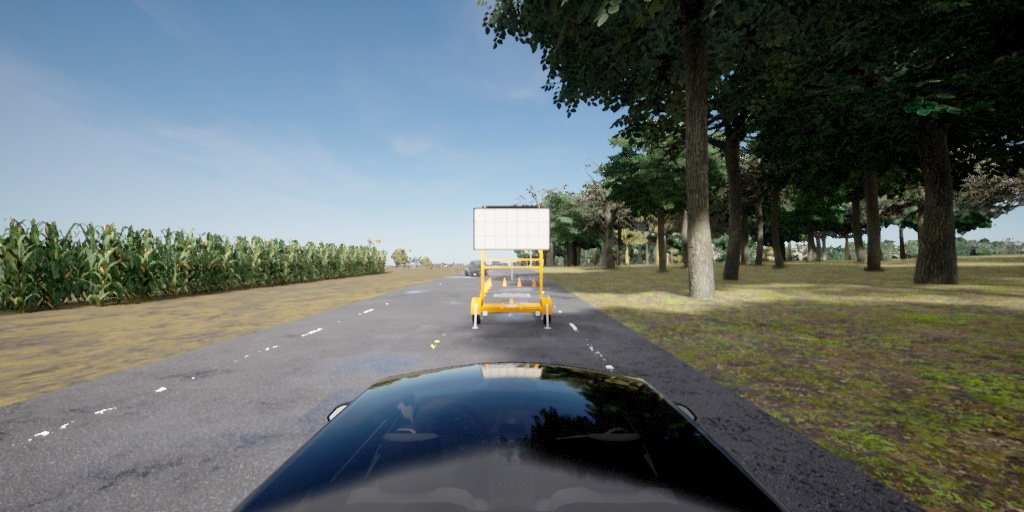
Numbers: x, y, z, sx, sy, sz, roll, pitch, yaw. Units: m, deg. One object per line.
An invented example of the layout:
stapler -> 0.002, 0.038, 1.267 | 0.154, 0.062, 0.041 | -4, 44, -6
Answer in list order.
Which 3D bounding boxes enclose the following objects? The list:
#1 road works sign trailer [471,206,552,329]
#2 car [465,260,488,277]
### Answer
road works sign trailer -> -0.002, 0.227, 11.294 | 2.380, 3.560, 2.880 | 0, 0, 1
car -> -3.609, 1.217, 36.914 | 2.097, 1.767, 4.553 | 0, 0, 0
